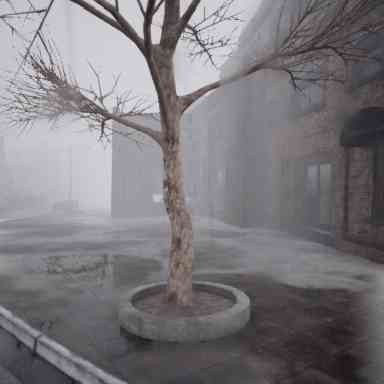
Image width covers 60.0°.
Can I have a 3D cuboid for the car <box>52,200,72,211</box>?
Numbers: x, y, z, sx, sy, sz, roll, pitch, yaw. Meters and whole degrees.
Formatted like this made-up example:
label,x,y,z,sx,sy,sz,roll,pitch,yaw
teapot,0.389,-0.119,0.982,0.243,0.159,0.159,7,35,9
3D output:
label,x,y,z,sx,sy,sz,roll,pitch,yaw
car,-16.857,1.734,44.369,1.812,1.442,4.674,1,0,8
